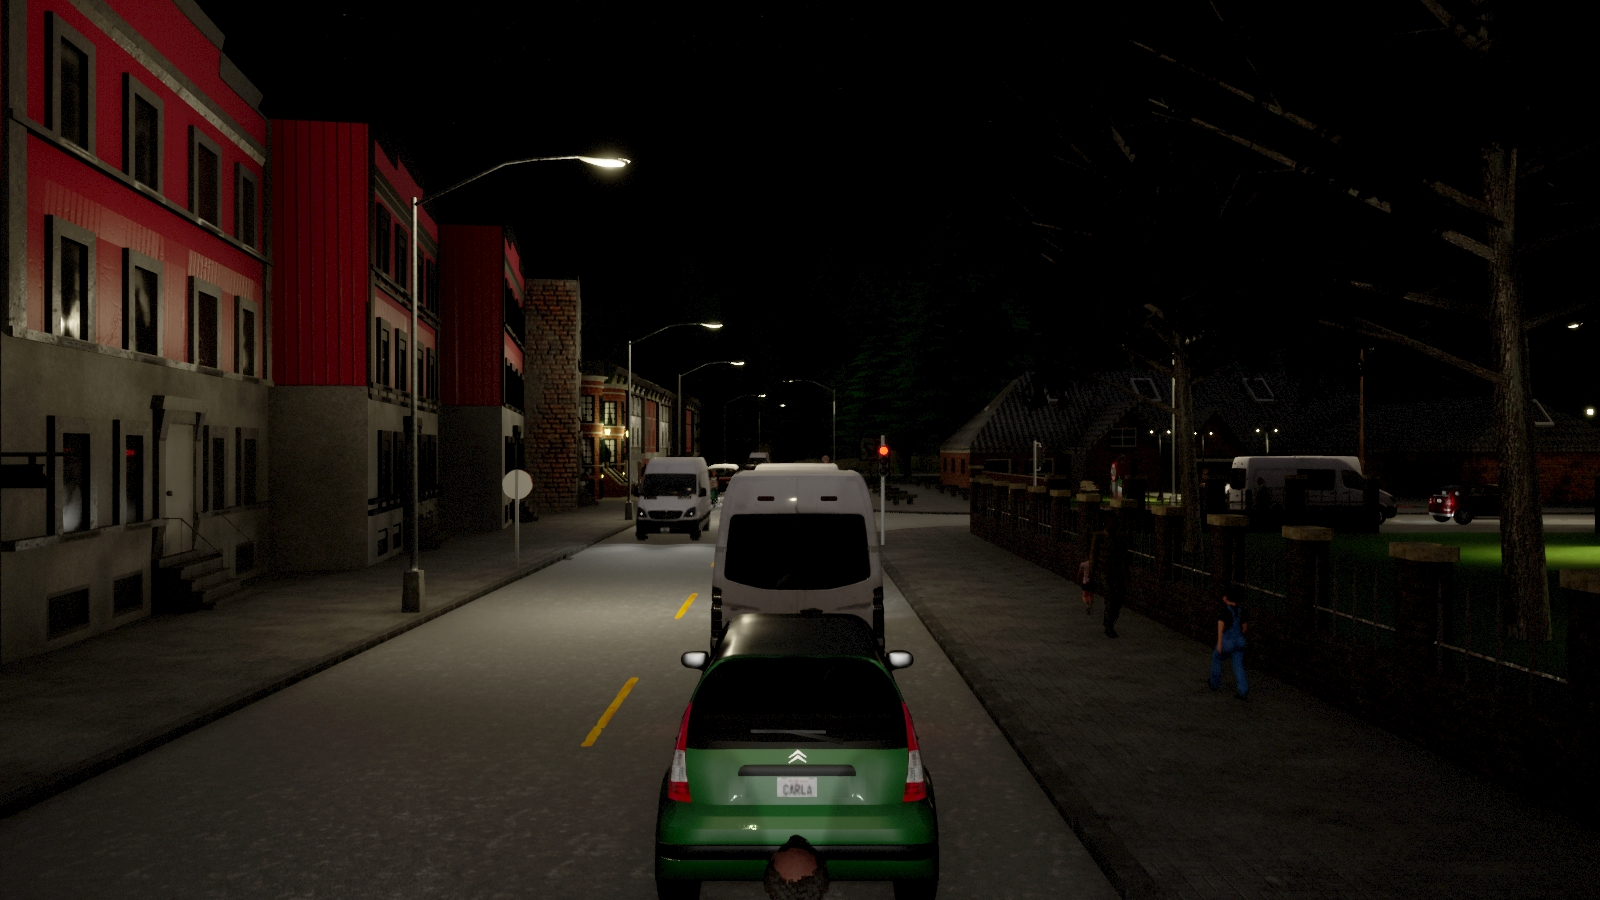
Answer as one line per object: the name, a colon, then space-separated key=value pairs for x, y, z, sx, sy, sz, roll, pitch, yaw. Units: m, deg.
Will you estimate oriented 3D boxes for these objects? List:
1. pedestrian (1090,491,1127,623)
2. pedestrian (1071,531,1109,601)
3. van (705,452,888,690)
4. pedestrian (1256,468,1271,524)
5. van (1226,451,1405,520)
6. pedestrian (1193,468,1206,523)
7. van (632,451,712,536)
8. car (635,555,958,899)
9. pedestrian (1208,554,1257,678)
pedestrian: x=4.438 y=1.525 z=16.455 sx=0.375 sy=1.860 sz=0.375 roll=0 pitch=0 yaw=-15
pedestrian: x=4.767 y=1.904 z=18.784 sx=0.500 sy=1.100 sz=0.500 roll=0 pitch=0 yaw=-1
van: x=-0.048 y=1.314 z=15.312 sx=1.988 sy=2.561 sz=5.915 roll=0 pitch=0 yaw=0
pedestrian: x=15.510 y=1.525 z=38.254 sx=0.375 sy=1.860 sz=0.375 roll=0 pitch=0 yaw=5
van: x=19.552 y=1.314 z=43.543 sx=5.915 sy=2.561 sz=1.988 roll=0 pitch=0 yaw=1
pedestrian: x=13.444 y=1.525 z=38.449 sx=0.375 sy=1.860 sz=0.375 roll=0 pitch=0 yaw=11
van: x=-4.098 y=1.314 z=37.453 sx=1.988 sy=2.561 sz=5.915 roll=0 pitch=0 yaw=0
car: x=-0.023 y=1.779 z=8.527 sx=1.851 sy=1.617 sz=3.988 roll=0 pitch=0 yaw=0
pedestrian: x=4.724 y=1.805 z=12.483 sx=0.375 sy=1.300 sz=0.375 roll=0 pitch=0 yaw=-6
